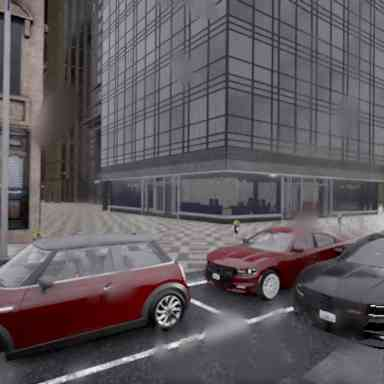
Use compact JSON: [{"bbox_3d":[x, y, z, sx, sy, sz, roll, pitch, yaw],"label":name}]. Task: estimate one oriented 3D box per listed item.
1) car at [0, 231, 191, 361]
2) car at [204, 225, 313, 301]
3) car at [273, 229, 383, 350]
[{"bbox_3d":[-2.105,1.444,5.248,4.097,1.590,1.967,0,1,-35],"label":"car"},{"bbox_3d":[2.357,1.569,8.394,4.507,1.381,1.887,0,0,-35],"label":"car"},{"bbox_3d":[3.967,1.502,6.166,5.008,1.535,1.882,0,0,-35],"label":"car"}]
